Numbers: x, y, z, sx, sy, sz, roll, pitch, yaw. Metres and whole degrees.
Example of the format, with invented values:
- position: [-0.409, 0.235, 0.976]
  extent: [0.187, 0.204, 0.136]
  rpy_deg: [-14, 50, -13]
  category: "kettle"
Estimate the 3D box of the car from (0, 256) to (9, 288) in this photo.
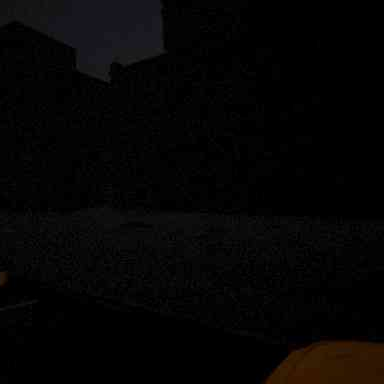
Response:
- position: [-6.318, 1.480, 7.627]
  extent: [5.366, 1.575, 1.946]
  rpy_deg: [0, 0, 34]
  category: "car"
